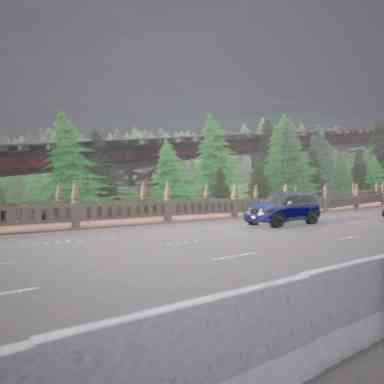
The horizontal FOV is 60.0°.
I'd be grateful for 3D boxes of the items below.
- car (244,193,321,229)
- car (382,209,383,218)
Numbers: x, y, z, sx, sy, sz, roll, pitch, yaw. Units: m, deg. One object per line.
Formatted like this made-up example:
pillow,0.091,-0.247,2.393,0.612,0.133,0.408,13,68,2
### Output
car,5.828,1.095,21.046,5.566,2.045,2.150,-1,0,-35
car,15.440,1.406,23.593,4.718,1.301,1.895,-1,0,-35
